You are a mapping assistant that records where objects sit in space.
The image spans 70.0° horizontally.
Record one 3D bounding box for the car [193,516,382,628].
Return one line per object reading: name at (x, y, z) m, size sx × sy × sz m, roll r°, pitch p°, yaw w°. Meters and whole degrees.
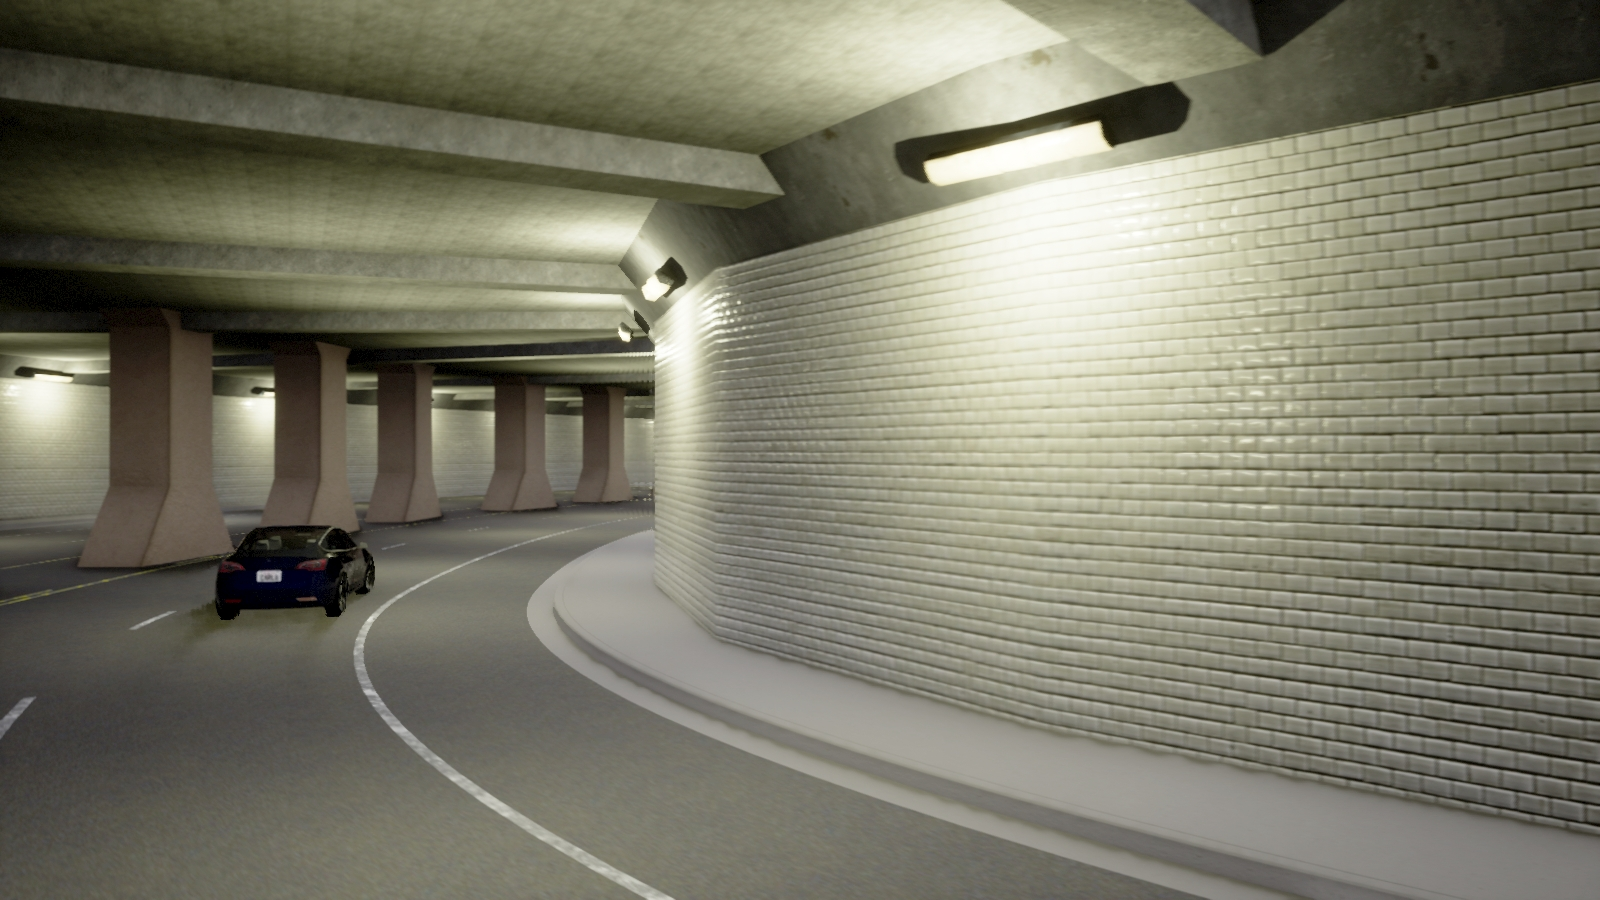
car at (-9.033, 2.072, 20.603) m, size 2.163 × 1.488 × 4.792 m, roll 0°, pitch 0°, yaw -12°
